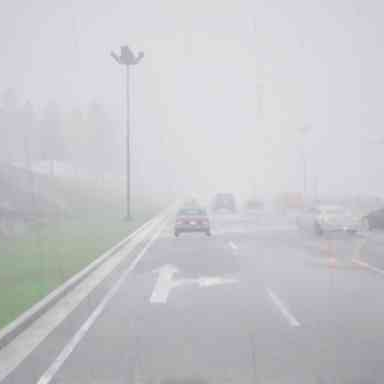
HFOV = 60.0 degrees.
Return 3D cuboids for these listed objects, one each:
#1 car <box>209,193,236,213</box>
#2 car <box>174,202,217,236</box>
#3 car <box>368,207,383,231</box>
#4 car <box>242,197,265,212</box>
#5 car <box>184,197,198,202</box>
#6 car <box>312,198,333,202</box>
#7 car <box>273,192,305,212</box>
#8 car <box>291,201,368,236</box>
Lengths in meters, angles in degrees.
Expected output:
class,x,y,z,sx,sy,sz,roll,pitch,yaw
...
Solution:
class,x,y,z,sx,sy,sz,roll,pitch,yaw
car,3.323,1.093,35.274,2.150,2.045,5.566,0,0,0
car,0.015,1.489,18.041,2.033,1.411,5.357,0,0,0
car,10.523,1.401,16.874,1.837,1.490,4.892,0,0,0
car,6.831,1.327,37.209,1.882,1.535,5.008,0,0,0
car,-0.128,1.402,45.112,2.033,1.411,5.357,0,0,0
car,13.825,1.371,35.635,2.033,1.411,5.357,0,0,0
car,10.324,1.062,35.647,2.150,2.045,5.566,0,0,0
car,7.019,1.438,17.596,1.812,1.442,4.674,0,0,0
